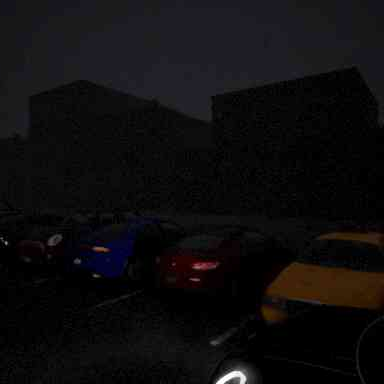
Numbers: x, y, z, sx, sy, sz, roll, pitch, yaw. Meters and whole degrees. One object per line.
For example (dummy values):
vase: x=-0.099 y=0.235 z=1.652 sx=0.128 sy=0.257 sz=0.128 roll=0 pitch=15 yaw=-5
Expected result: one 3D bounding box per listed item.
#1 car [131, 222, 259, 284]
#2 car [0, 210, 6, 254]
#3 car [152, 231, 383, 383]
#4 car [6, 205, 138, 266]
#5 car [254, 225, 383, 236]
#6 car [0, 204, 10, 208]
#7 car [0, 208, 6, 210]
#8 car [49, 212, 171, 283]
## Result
car: x=0.952 y=1.528 z=8.300 sx=2.002 sy=1.452 sz=4.674 roll=0 pitch=0 yaw=36
car: x=-5.730 y=1.557 z=13.171 sx=2.163 sy=1.488 sz=4.792 roll=0 pitch=0 yaw=36
car: x=2.199 y=1.353 z=1.798 sx=4.553 sy=1.767 sz=2.097 roll=0 pitch=0 yaw=36
car: x=-3.495 y=1.388 z=11.558 sx=2.185 sy=1.767 sz=4.553 roll=0 pitch=0 yaw=36
car: x=3.080 y=1.477 z=6.536 sx=1.946 sy=1.575 sz=5.366 roll=0 pitch=0 yaw=36
car: x=-12.468 y=1.604 z=17.972 sx=2.163 sy=1.488 sz=4.792 roll=0 pitch=0 yaw=36
car: x=-7.983 y=1.583 z=14.761 sx=2.002 sy=1.452 sz=4.674 roll=0 pitch=0 yaw=36
car: x=-1.282 y=1.499 z=9.912 sx=2.097 sy=1.535 sz=5.008 roll=0 pitch=0 yaw=36
